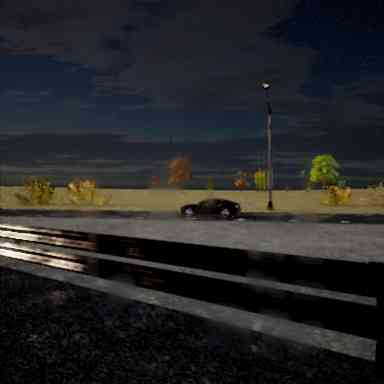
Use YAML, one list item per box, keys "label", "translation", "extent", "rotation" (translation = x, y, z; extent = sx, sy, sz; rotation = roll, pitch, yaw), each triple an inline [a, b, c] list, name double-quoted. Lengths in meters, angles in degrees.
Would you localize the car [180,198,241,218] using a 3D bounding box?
- label: "car"
  translation: [1.442, 1.261, 26.448]
  extent: [4.892, 1.490, 1.837]
  rotation: [0, 0, 16]
